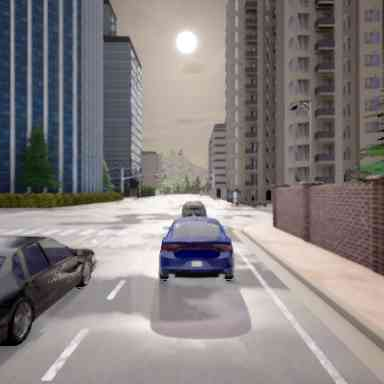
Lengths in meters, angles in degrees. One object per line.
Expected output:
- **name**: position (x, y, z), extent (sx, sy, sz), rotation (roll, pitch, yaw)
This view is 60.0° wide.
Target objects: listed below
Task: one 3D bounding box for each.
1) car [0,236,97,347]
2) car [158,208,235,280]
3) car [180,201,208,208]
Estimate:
- **car**: position (-3.388, 1.546, 6.232), extent (2.033, 1.411, 5.357), rotation (0, 0, 0)
- **car**: position (0.117, 1.475, 10.004), extent (1.882, 1.535, 5.008), rotation (0, 0, 0)
- **car**: position (0.155, 1.445, 26.183), extent (1.837, 1.490, 4.892), rotation (0, 0, 0)
